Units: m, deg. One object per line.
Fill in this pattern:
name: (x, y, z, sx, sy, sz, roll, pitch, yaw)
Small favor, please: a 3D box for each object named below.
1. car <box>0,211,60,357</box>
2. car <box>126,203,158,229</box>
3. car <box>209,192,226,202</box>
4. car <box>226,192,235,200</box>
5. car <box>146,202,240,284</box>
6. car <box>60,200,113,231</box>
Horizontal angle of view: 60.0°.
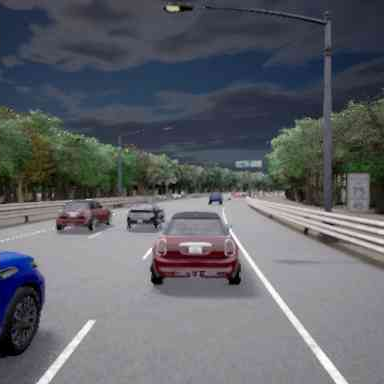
car: (-3.371, 1.208, 2.857, 2.150, 2.045, 5.566, 0, 0, 0)
car: (-2.818, 1.429, 21.161, 2.128, 1.511, 4.902, 0, 0, 3)
car: (4.172, 1.066, 57.671, 2.150, 2.045, 5.566, 0, 0, 8)
car: (8.623, 0.977, 82.718, 2.150, 2.045, 5.566, 0, 0, 12)
car: (0.129, 1.326, 9.675, 2.097, 1.767, 4.553, 0, 0, 1)
car: (-6.371, 1.286, 20.179, 2.097, 1.767, 4.553, 0, 0, 3)
